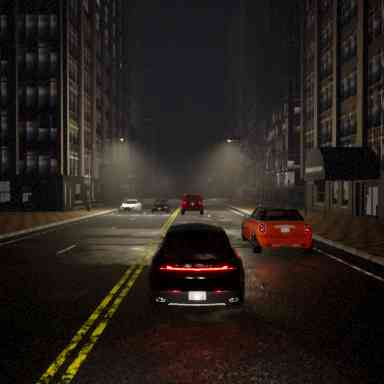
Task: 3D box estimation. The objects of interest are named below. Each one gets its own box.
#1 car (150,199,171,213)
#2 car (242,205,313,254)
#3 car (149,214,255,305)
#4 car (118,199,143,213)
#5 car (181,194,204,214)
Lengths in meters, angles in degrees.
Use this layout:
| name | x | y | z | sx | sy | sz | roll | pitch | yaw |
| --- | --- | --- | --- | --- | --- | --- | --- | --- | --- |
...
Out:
| name | x | y | z | sx | sy | sz | roll | pitch | yaw |
| --- | --- | --- | --- | --- | --- | --- | --- | --- | --- |
| car | -3.320 | 1.512 | 36.152 | 1.837 | 1.490 | 4.892 | 0 | 0 | 0 |
| car | 3.304 | 1.346 | 13.709 | 2.097 | 1.767 | 4.553 | 0 | 0 | 2 |
| car | 0.084 | 1.502 | 8.029 | 1.837 | 1.490 | 4.892 | 0 | 0 | 0 |
| car | -6.570 | 1.543 | 36.150 | 1.812 | 1.442 | 4.674 | 0 | 0 | 0 |
| car | 0.035 | 1.198 | 33.684 | 2.150 | 2.045 | 5.566 | 0 | 0 | 0 |
